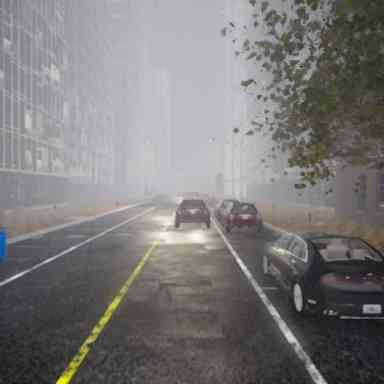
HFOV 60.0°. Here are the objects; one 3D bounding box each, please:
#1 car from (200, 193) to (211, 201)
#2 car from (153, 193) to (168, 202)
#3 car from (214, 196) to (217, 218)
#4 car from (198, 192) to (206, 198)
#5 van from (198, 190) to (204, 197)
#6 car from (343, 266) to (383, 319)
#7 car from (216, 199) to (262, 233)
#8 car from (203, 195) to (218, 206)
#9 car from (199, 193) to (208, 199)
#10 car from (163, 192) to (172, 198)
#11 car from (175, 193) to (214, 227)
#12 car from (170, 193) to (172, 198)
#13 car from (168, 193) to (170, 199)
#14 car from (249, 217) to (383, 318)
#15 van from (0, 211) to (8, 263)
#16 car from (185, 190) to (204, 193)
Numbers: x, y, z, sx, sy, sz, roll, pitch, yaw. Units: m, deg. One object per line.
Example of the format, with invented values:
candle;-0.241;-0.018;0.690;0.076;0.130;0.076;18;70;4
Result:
car;2.551;0.965;64.057;1.947;1.339;4.313;0;1;0
car;-5.816;1.006;58.353;1.887;1.381;4.507;0;1;0
car;2.640;1.224;24.211;1.967;1.590;4.097;0;1;0
car;2.501;0.728;86.825;1.947;1.339;4.313;0;1;0
van;2.489;0.441;92.516;1.690;1.788;3.998;0;1;0
car;2.691;1.537;1.443;2.008;1.369;4.403;0;0;0
car;2.653;1.275;18.519;1.967;1.590;4.097;0;1;0
car;2.590;1.115;46.981;1.887;1.381;4.507;0;1;0
car;2.526;0.848;75.441;1.947;1.339;4.313;0;1;0
car;-5.867;0.792;81.123;1.947;1.339;4.313;0;1;0
car;0.051;1.164;21.176;2.097;1.767;4.553;0;0;0
car;-5.854;0.830;75.430;1.887;1.381;4.507;0;1;0
car;-5.829;0.985;64.047;1.802;1.307;4.206;0;1;0
car;2.678;1.488;7.136;2.008;1.369;4.403;0;1;0
van;-5.703;1.282;7.119;1.690;1.788;3.998;0;0;0
car;0.006;0.850;41.274;2.150;2.045;5.566;0;1;0
